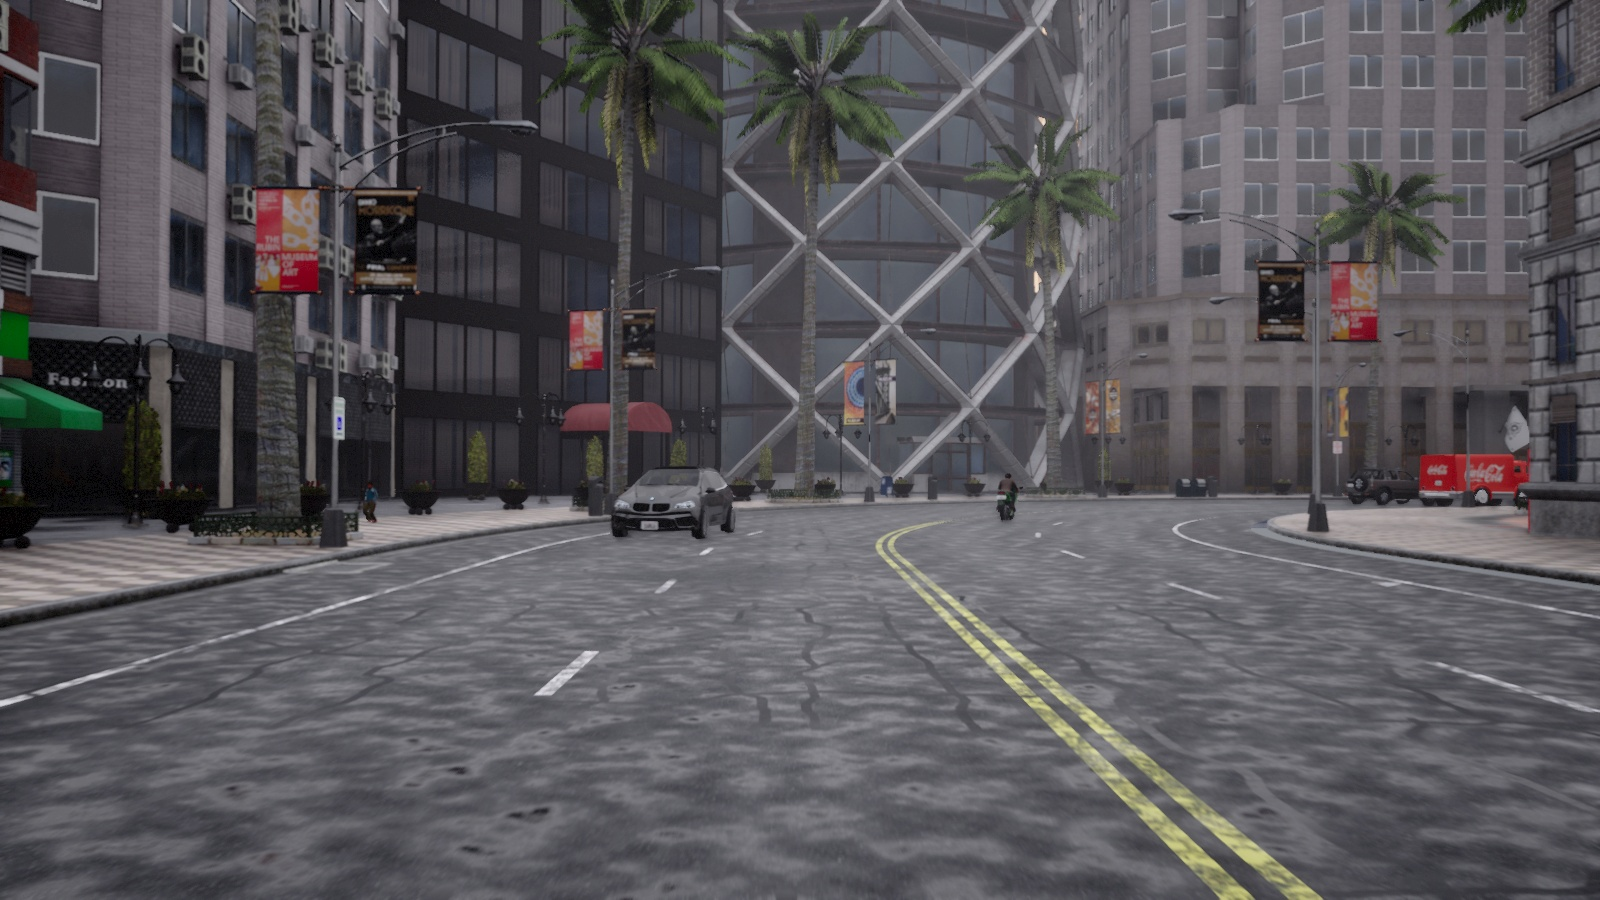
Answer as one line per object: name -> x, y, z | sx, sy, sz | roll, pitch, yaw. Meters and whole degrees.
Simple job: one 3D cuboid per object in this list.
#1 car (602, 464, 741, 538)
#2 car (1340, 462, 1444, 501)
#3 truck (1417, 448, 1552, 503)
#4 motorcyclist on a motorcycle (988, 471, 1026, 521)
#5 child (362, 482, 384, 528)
car -> -3.015, 1.183, 30.576 | 2.242, 1.667, 4.611 | 0, -1, 9
car -> 29.247, 1.549, 62.032 | 4.605, 1.855, 1.932 | 1, -1, -19
truck -> 32.242, 1.190, 59.223 | 5.204, 2.467, 2.627 | 0, -1, -15
motorcyclist on a motorcycle -> 6.572, 1.435, 39.703 | 0.797, 1.523, 2.044 | 0, -1, 21
child -> -11.184, 1.447, 32.896 | 0.343, 1.192, 0.448 | -1, -1, 20
